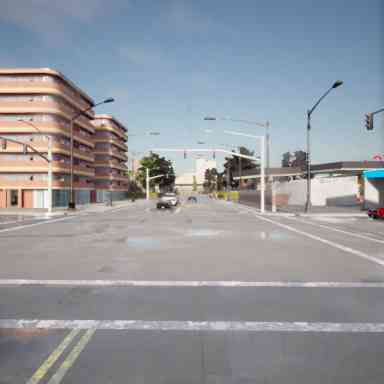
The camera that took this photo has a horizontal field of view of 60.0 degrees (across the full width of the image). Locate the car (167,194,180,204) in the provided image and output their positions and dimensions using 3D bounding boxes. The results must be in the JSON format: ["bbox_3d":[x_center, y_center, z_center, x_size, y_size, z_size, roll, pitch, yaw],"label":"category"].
[{"bbox_3d":[-3.520,1.352,63.387,2.097,1.767,4.553,0,0,0],"label":"car"}]

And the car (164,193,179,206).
[{"bbox_3d":[-3.563,1.221,53.256,2.150,2.045,5.566,0,0,0],"label":"car"}]

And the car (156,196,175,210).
[{"bbox_3d":[-3.575,1.601,43.233,1.895,1.301,4.718,0,0,0],"label":"car"}]

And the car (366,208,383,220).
[{"bbox_3d":[16.549,1.601,26.377,4.718,1.301,1.895,0,0,1],"label":"car"}]

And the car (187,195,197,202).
[{"bbox_3d":[0.039,1.339,70.762,1.812,1.442,4.674,0,0,0],"label":"car"}]
